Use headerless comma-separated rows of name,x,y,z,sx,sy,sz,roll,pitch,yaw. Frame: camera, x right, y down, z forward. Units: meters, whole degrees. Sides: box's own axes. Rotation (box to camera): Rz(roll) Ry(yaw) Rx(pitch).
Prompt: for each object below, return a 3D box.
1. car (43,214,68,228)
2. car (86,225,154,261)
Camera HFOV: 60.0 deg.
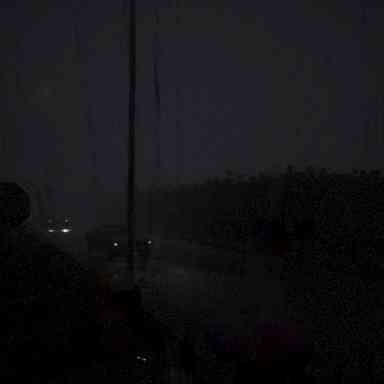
car,-13.527,2.818,32.900,1.895,1.301,4.718,1,-2,-29
car,-3.470,2.247,15.403,1.895,1.301,4.718,1,-2,-30
